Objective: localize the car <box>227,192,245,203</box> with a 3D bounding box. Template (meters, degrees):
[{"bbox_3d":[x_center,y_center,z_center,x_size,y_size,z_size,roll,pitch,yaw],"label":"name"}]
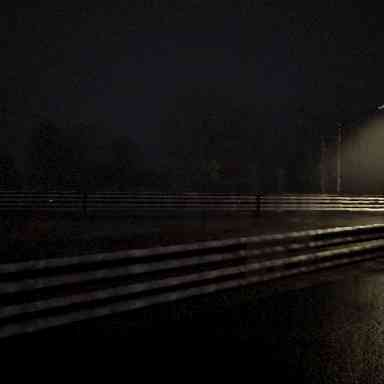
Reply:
[{"bbox_3d":[6.316,0.887,30.008,5.357,1.411,2.033,1,0,-12],"label":"car"}]

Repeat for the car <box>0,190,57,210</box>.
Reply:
[{"bbox_3d":[-13.042,0.596,26.002,4.674,1.442,1.812,1,0,-12],"label":"car"}]

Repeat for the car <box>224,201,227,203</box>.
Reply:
[{"bbox_3d":[5.640,0.828,33.446,4.892,1.490,1.837,1,0,-12],"label":"car"}]

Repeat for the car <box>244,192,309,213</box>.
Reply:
[{"bbox_3d":[7.026,0.853,26.584,4.892,1.490,1.837,1,0,-12],"label":"car"}]
